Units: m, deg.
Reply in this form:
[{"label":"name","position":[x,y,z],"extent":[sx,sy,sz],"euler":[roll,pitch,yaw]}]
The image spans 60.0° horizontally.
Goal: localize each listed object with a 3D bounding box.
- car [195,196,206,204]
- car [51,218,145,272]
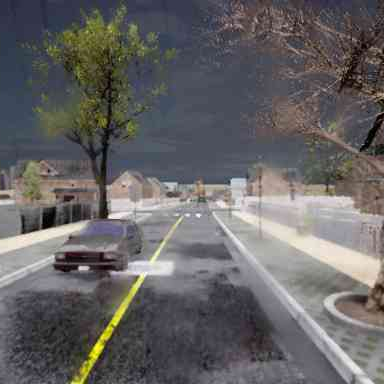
[{"label":"car","position":[2.607,2.110,88.417],"extent":[2.150,2.045,5.566],"euler":[0,-1,3]},{"label":"car","position":[-2.794,1.613,11.284],"extent":[2.033,1.411,5.357],"euler":[0,0,0]}]
